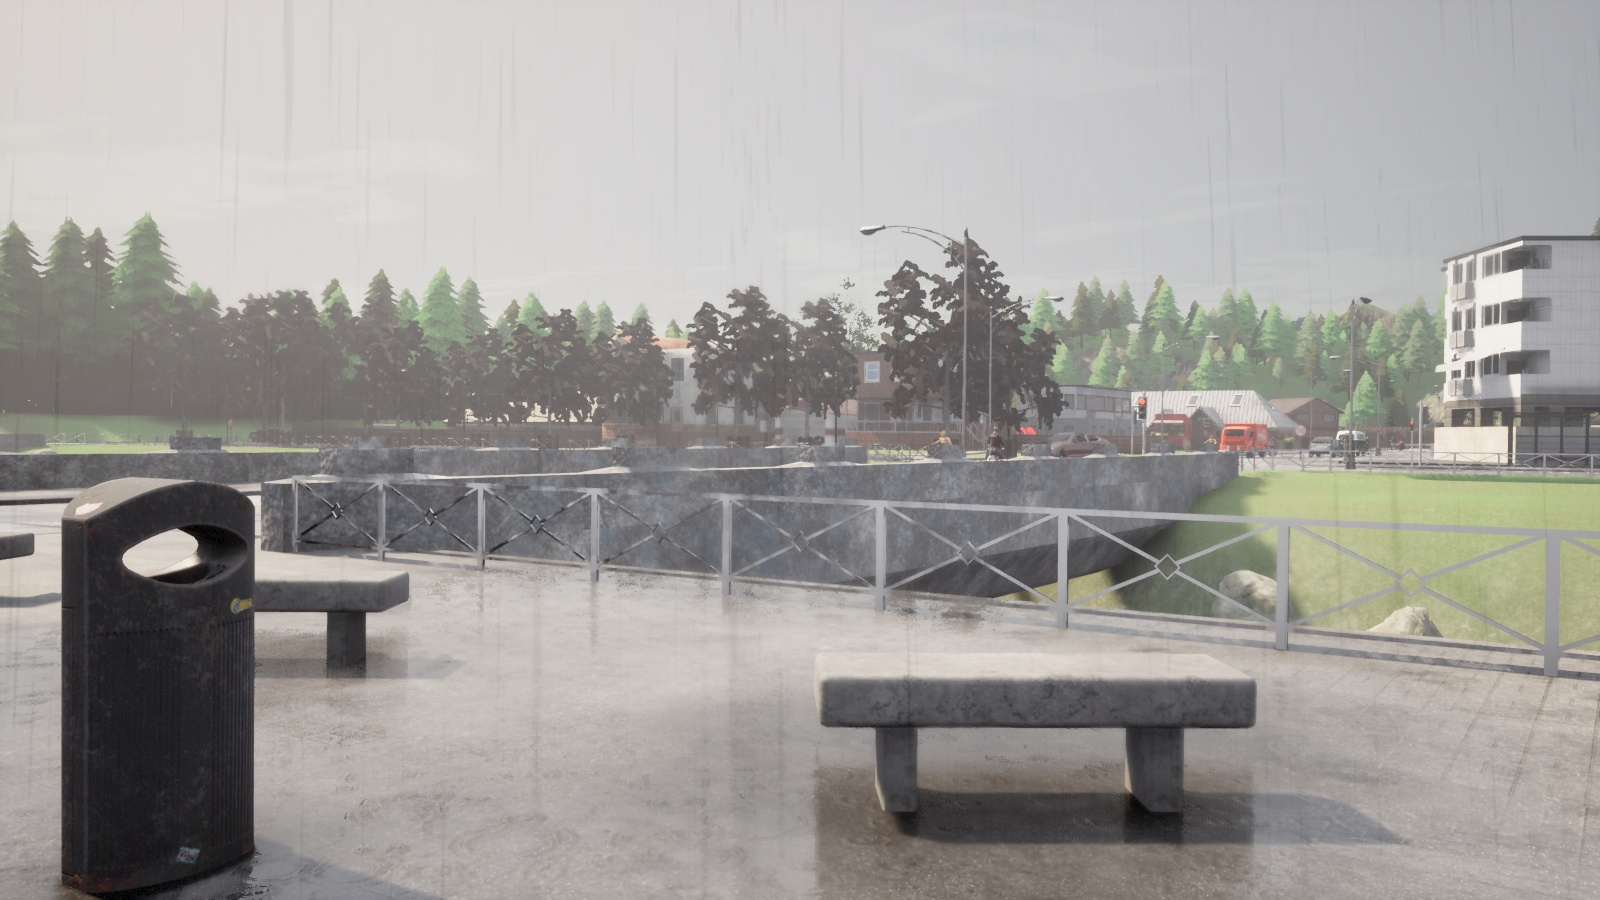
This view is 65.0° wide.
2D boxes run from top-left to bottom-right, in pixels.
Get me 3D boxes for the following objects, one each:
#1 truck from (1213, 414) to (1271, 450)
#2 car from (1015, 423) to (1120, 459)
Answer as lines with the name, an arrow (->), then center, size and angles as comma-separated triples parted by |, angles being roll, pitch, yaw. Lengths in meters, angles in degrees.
truck -> 31.226, -1.248, 88.597 | 2.627, 2.467, 5.204 | 0, 1, 34
car -> 12.879, -0.431, 60.403 | 5.027, 1.651, 2.152 | -1, 1, -37
